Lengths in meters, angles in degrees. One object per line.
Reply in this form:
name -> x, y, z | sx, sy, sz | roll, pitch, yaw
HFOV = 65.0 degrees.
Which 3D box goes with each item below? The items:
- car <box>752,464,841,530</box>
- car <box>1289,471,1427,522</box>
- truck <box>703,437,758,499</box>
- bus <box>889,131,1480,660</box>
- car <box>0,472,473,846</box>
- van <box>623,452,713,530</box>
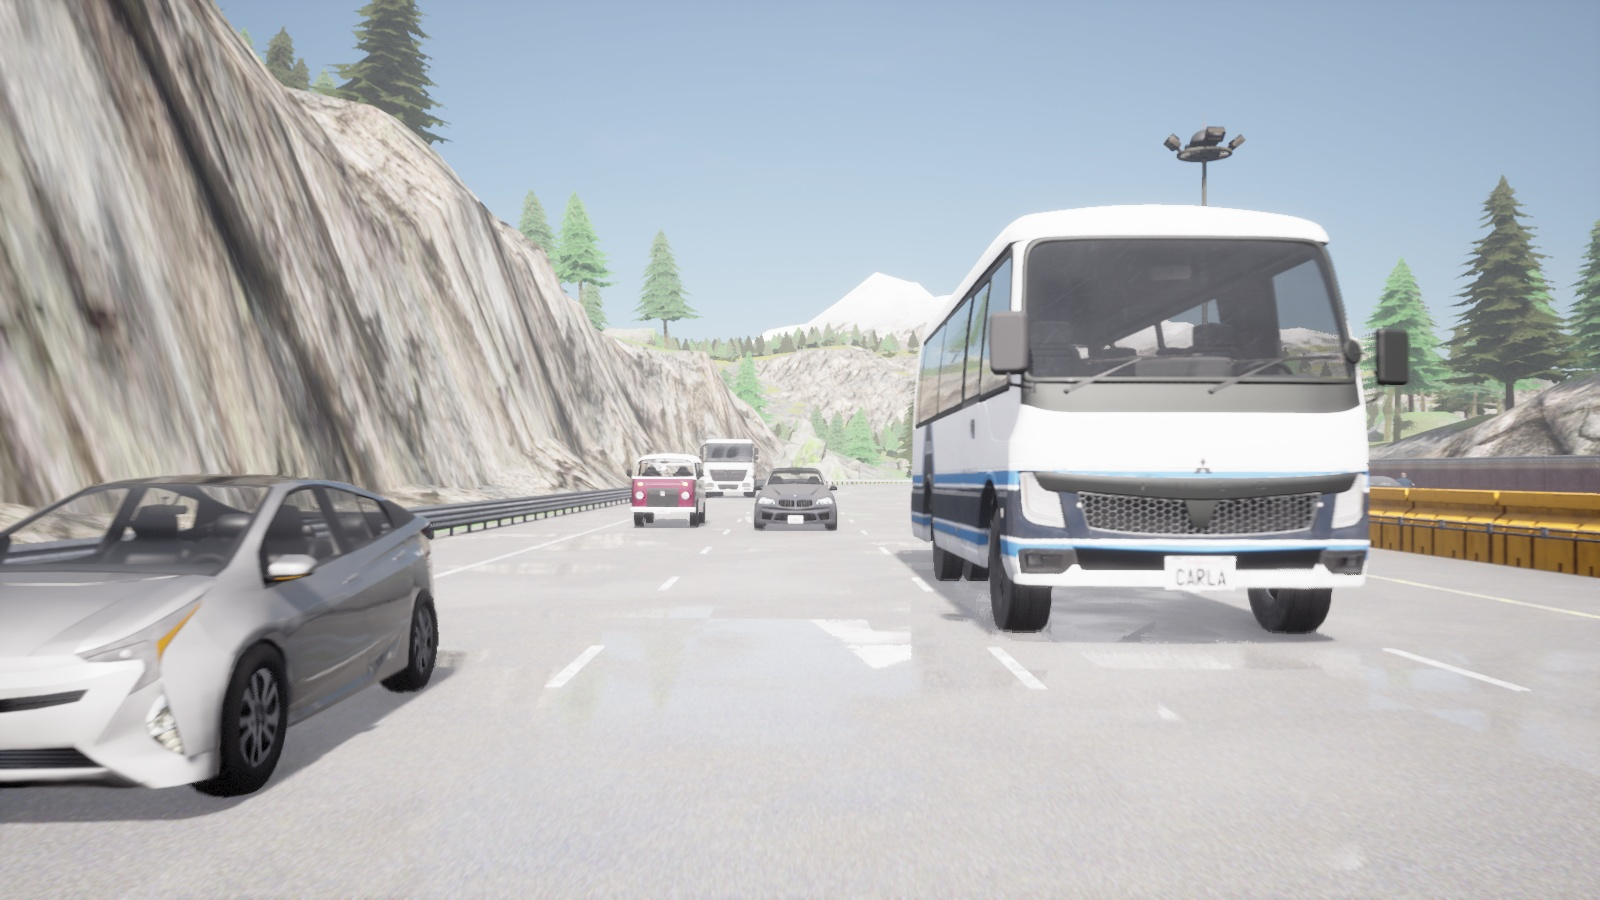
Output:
car -> -0.108, 1.228, 34.075 | 2.242, 1.667, 4.611 | 0, -1, 0
car -> 17.374, 1.400, 39.388 | 2.163, 1.488, 4.792 | 0, -1, 0
truck -> -4.021, 1.087, 74.406 | 2.891, 3.462, 7.936 | 0, -1, 0
bus -> 3.453, -0.322, 15.246 | 3.944, 4.253, 10.273 | 0, -1, 0
car -> -3.517, 0.899, 7.403 | 2.007, 1.525, 4.514 | 0, -1, 0
van -> -3.612, 1.144, 35.126 | 2.069, 2.038, 4.480 | 0, -2, 0
